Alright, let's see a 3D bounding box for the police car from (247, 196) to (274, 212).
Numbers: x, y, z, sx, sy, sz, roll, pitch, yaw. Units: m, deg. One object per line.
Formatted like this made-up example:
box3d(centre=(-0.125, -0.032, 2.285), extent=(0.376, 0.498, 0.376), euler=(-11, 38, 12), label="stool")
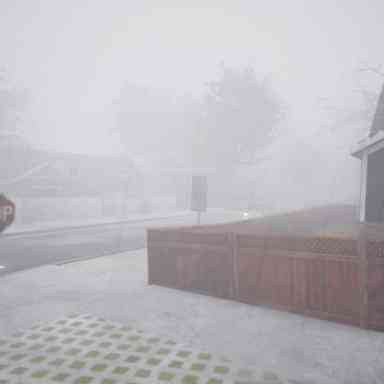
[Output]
box3d(centre=(7.887, 1.316, 38.255), extent=(1.930, 1.638, 5.238), euler=(3, 1, 30), label="police car")
